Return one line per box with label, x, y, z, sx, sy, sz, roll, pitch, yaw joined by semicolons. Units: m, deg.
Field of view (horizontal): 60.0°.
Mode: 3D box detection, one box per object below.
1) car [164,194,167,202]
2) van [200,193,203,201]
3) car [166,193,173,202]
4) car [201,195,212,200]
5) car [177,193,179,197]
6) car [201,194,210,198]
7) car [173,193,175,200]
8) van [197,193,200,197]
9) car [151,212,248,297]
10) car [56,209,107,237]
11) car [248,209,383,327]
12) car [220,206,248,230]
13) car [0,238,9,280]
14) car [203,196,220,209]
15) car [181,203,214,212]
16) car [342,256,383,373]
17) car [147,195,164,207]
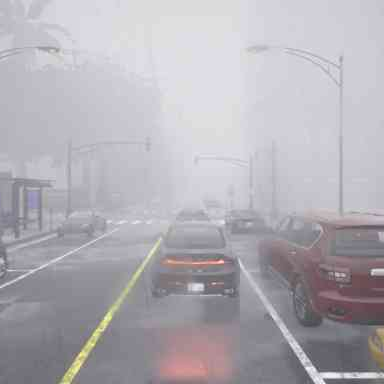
car;-5.719;1.410;55.107;1.967;1.590;4.097;0;0;0
van;2.811;1.306;60.500;1.690;1.788;3.998;0;0;0
car;-5.704;1.392;71.368;1.967;1.590;4.097;0;0;0
car;2.803;1.541;49.660;1.947;1.339;4.313;0;0;0
car;-5.686;1.234;93.049;2.192;1.841;5.009;0;0;0
car;2.807;1.495;55.250;1.752;1.417;4.829;0;0;0
car;-5.700;1.259;76.788;2.192;1.841;5.009;0;0;0
van;2.830;1.277;82.182;1.690;1.788;3.998;0;0;0
car;0.083;1.503;8.533;1.837;1.490;4.892;0;0;0
car;-5.750;1.577;17.828;1.802;1.307;4.206;0;0;0
car;2.765;1.314;6.952;2.192;1.841;5.009;0;0;0
car;2.775;1.561;17.803;1.947;1.339;4.313;0;0;0
car;-5.760;1.439;6.975;1.967;1.590;4.097;0;0;0
car;2.798;1.545;44.239;1.947;1.339;4.313;0;0;0
car;0.017;1.559;18.561;1.994;1.385;4.181;0;0;0
car;2.761;1.525;1.697;1.752;1.417;4.829;0;0;0
car;-5.723;1.526;49.687;2.008;1.369;4.403;0;0;0
